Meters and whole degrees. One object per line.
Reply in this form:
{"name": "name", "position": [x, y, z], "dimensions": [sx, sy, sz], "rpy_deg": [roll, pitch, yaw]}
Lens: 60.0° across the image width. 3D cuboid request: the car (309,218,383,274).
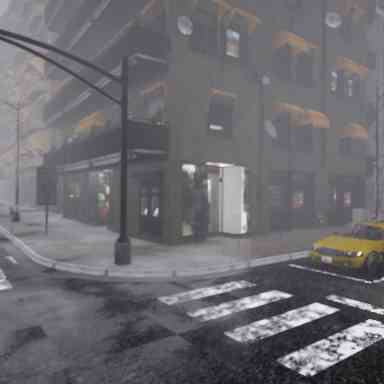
{"name": "car", "position": [5.687, 1.540, 10.601], "dimensions": [4.829, 1.417, 1.752], "rpy_deg": [0, 0, -35]}
